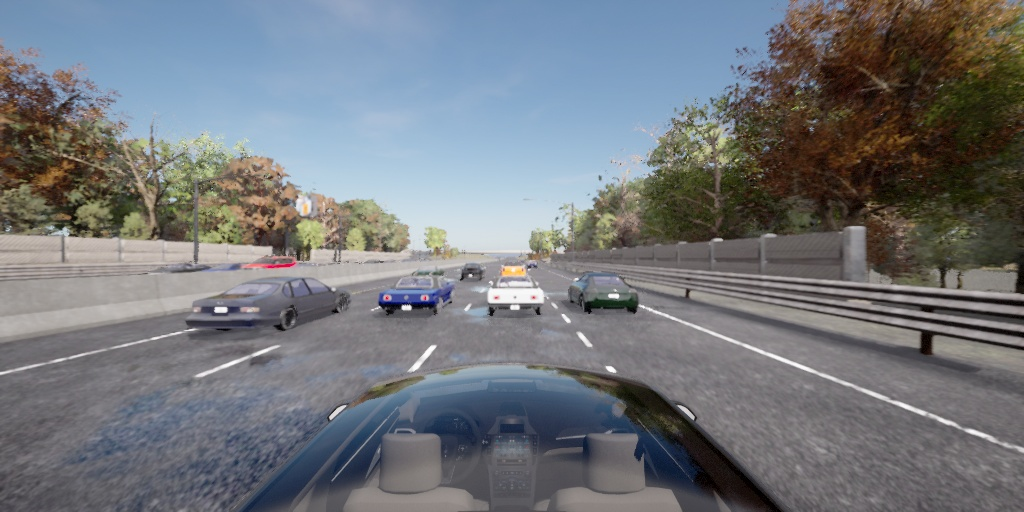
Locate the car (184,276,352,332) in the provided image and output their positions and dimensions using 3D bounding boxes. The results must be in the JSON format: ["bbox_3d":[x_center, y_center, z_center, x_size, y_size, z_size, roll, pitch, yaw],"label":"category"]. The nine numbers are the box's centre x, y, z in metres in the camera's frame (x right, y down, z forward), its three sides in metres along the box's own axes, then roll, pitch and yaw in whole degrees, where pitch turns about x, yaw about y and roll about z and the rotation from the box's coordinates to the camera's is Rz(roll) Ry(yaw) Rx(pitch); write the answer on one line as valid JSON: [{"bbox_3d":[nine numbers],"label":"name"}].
[{"bbox_3d":[-6.904,1.329,11.000,2.033,1.411,5.357,0,0,0],"label":"car"}]

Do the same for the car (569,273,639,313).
[{"bbox_3d":[3.504,1.353,14.347,1.994,1.385,4.181,0,0,0],"label":"car"}]

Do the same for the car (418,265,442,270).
[{"bbox_3d":[-6.892,1.450,30.400,1.895,1.301,4.718,0,0,0],"label":"car"}]

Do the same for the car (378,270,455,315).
[{"bbox_3d":[-3.398,1.391,13.800,1.895,1.301,4.718,0,0,0],"label":"car"}]

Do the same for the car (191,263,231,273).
[{"bbox_3d":[-24.590,1.378,31.064,1.812,1.442,4.674,0,0,0],"label":"car"}]

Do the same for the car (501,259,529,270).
[{"bbox_3d":[0.106,1.204,31.509,2.097,1.767,4.553,0,0,0],"label":"car"}]

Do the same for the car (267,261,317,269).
[{"bbox_3d":[-17.592,1.396,30.164,2.033,1.411,5.357,0,0,0],"label":"car"}]

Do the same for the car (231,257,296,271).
[{"bbox_3d":[-21.091,1.078,31.367,2.150,2.045,5.566,0,-1,0],"label":"car"}]

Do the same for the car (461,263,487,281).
[{"bbox_3d":[-3.394,1.358,31.796,1.837,1.490,4.892,0,0,0],"label":"car"}]

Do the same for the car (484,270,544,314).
[{"bbox_3d":[0.102,1.391,13.884,1.895,1.301,4.718,0,0,0],"label":"car"}]

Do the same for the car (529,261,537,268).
[{"bbox_3d":[3.514,1.578,65.038,1.895,1.301,4.718,0,0,0],"label":"car"}]

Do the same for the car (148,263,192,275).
[{"bbox_3d":[-28.088,1.342,30.585,2.128,1.511,4.902,0,0,0],"label":"car"}]
